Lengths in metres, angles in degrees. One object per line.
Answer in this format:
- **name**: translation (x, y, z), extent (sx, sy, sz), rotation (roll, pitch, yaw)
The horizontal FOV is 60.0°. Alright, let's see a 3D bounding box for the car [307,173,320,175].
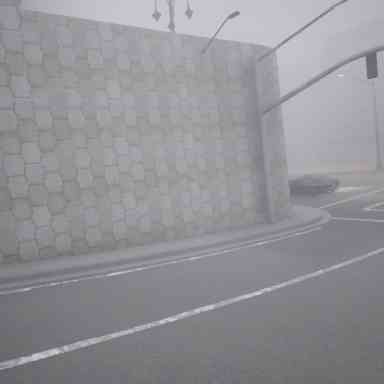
- **car**: translation (10.587, -0.898, 29.010), extent (1.994, 1.385, 4.181), rotation (-10, 6, -34)

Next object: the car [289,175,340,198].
- **car**: translation (8.600, -0.346, 25.814), extent (1.895, 1.301, 4.718), rotation (-10, 6, -35)
